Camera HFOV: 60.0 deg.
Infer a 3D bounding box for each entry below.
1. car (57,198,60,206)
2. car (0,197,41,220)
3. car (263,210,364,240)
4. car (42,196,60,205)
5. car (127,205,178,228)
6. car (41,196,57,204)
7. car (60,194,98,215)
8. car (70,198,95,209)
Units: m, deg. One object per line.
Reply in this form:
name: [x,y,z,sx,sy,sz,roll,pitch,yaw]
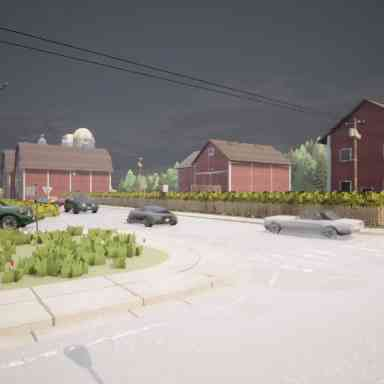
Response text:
car: [-20.797,1.564,53.540,1.994,1.385,4.181,0,0,-36]
car: [-12.166,1.221,19.321,5.566,2.045,2.150,0,0,-12]
car: [6.110,1.601,17.232,4.718,1.301,1.895,0,0,41]
car: [-25.417,1.478,59.936,1.882,1.535,5.008,0,0,-36]
car: [-2.708,1.564,22.344,1.994,1.385,4.181,0,0,-36]
car: [-22.295,1.495,49.631,2.128,1.511,4.902,0,0,-36]
car: [-11.691,1.221,34.794,2.150,2.045,5.566,0,0,-36]
car: [-15.097,1.564,45.735,1.994,1.385,4.181,0,0,-35]
